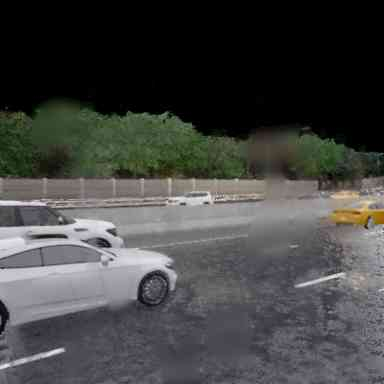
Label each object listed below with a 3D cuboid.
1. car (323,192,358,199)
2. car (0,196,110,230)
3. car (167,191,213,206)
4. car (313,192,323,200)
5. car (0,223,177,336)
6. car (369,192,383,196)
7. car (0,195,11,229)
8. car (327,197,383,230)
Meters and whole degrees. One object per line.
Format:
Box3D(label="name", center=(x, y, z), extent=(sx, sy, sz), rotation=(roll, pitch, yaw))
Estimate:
Box3D(label="car", center=(19.829, 0.773, 43.678), extent=(5.008, 1.535, 1.882), rotation=(-1, 1, -35))
Box3D(label="car", center=(-4.695, 1.215, 8.996), extent=(5.566, 2.045, 2.150), rotation=(0, 0, -35))
Box3D(label="car", center=(-0.164, 0.969, 38.187), extent=(5.566, 2.045, 2.150), rotation=(-1, 0, -35))
Box3D(label="car", center=(19.263, 0.759, 47.545), extent=(4.892, 1.490, 1.837), rotation=(-1, 1, -35))
Box3D(label="car", center=(-2.502, 1.518, 6.258), extent=(4.674, 1.442, 1.812), rotation=(0, 0, -36))
Box3D(label="car", center=(23.988, 0.725, 42.306), extent=(4.902, 1.511, 2.128), rotation=(-1, 1, -35))
Box3D(label="car", center=(-14.046, 1.220, 19.767), extent=(5.566, 2.045, 2.150), rotation=(0, 0, -35))
Box3D(label="car", center=(10.309, 1.264, 19.643), extent=(5.008, 1.535, 1.882), rotation=(-1, 1, -35))
